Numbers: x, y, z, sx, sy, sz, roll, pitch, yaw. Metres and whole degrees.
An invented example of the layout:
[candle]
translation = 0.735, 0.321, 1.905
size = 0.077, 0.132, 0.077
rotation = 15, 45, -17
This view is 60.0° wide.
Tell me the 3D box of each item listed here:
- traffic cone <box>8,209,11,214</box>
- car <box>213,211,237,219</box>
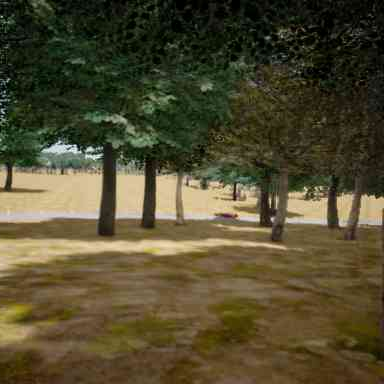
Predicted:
[traffic cone]
translation = -24.272, 2.573, 44.211
size = 0.340, 0.580, 0.340
rotation = 4, -1, 19
[car]
translation = 6.706, 4.637, 67.623
size = 4.718, 1.301, 1.895
rotation = 4, 2, -18
